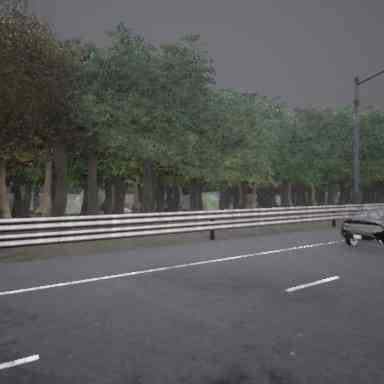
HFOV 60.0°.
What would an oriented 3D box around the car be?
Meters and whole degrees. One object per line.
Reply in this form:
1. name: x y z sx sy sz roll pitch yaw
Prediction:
1. car: 8.268 1.493 14.066 4.902 1.511 2.128 0 0 -35
